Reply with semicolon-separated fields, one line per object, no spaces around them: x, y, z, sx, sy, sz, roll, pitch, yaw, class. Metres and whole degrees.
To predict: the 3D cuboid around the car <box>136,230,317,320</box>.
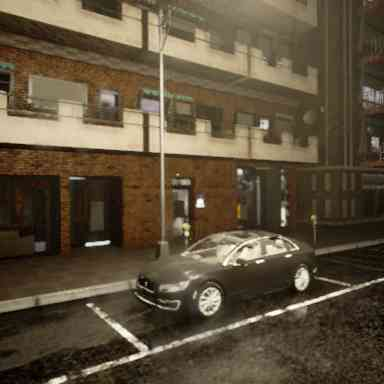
0.929;1.559;7.232;4.403;1.369;2.008;0;-1;-35;car
